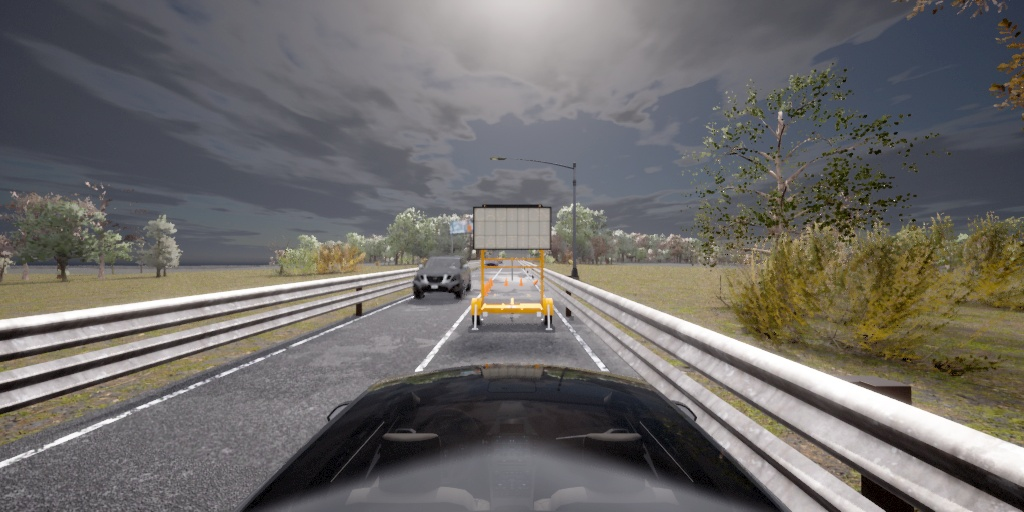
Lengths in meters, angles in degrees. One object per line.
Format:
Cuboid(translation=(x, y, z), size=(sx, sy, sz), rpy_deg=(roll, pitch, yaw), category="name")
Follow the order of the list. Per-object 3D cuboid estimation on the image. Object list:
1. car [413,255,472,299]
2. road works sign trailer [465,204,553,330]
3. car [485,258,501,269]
Cuboid(translation=(-3.352, 0.978, 18.274), size=(2.150, 2.045, 5.566), rpy_deg=(0, 0, 0), category="car")
Cuboid(translation=(0.009, 0.218, 11.109), size=(2.380, 3.560, 2.880), rpy_deg=(0, 0, 0), category="road works sign trailer")
Cuboid(translation=(-3.339, 1.125, 58.947), size=(2.097, 1.767, 4.553), rpy_deg=(0, 0, 0), category="car")
